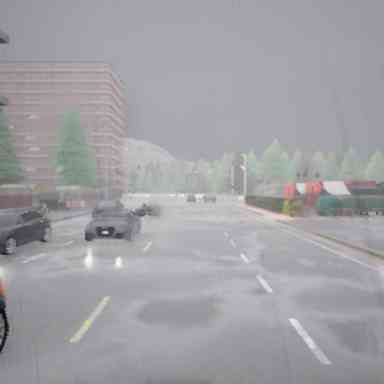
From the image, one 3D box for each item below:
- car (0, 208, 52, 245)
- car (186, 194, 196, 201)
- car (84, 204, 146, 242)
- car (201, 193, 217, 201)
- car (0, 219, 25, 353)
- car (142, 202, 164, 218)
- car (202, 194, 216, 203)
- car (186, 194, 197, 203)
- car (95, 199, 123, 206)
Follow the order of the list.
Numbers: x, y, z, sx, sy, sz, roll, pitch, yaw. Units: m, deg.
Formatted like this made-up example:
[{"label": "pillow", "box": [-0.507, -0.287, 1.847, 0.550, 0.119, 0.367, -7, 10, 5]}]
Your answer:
[{"label": "car", "box": [-7.103, 1.442, 12.876, 1.837, 1.490, 4.892, 0, 1, 0]}, {"label": "car", "box": [-0.188, 1.155, 73.633, 2.128, 1.511, 4.902, 0, 0, 1]}, {"label": "car", "box": [-3.597, 1.487, 15.789, 1.994, 1.385, 4.181, 0, 0, 0]}, {"label": "car", "box": [3.726, 1.095, 73.344, 1.882, 1.535, 5.008, 0, 0, -17]}, {"label": "car", "box": [-3.601, 1.339, 2.719, 2.097, 1.767, 4.553, 0, 0, 0]}, {"label": "car", "box": [-3.536, 1.526, 28.342, 1.895, 1.301, 4.718, 0, 0, 0]}, {"label": "car", "box": [3.419, 1.251, 63.259, 1.812, 1.442, 4.674, 0, 0, 0]}, {"label": "car", "box": [-0.079, 1.280, 63.220, 2.033, 1.411, 5.357, 0, 0, 0]}, {"label": "car", "box": [-7.036, 1.381, 28.367, 1.882, 1.535, 5.008, 0, 0, 0]}]
